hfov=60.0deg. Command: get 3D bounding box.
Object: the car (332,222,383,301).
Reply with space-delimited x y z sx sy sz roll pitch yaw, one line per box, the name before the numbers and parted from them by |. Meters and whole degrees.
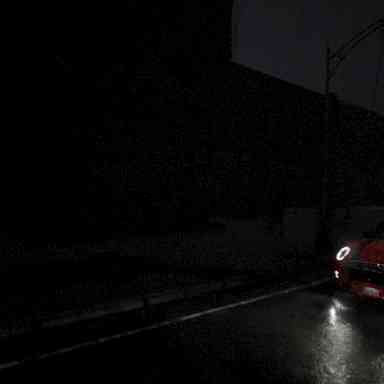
car | 5.318 1.346 7.785 4.553 1.767 2.097 0 0 -35
